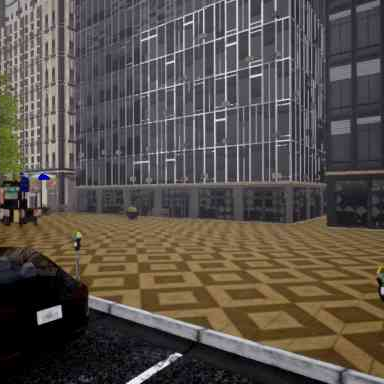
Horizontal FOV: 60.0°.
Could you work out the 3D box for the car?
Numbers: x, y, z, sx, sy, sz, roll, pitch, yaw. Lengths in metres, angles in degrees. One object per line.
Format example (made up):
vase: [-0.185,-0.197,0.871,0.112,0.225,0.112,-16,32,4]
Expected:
car: [-3.464,1.566,5.359,4.313,1.339,1.947,0,0,36]
